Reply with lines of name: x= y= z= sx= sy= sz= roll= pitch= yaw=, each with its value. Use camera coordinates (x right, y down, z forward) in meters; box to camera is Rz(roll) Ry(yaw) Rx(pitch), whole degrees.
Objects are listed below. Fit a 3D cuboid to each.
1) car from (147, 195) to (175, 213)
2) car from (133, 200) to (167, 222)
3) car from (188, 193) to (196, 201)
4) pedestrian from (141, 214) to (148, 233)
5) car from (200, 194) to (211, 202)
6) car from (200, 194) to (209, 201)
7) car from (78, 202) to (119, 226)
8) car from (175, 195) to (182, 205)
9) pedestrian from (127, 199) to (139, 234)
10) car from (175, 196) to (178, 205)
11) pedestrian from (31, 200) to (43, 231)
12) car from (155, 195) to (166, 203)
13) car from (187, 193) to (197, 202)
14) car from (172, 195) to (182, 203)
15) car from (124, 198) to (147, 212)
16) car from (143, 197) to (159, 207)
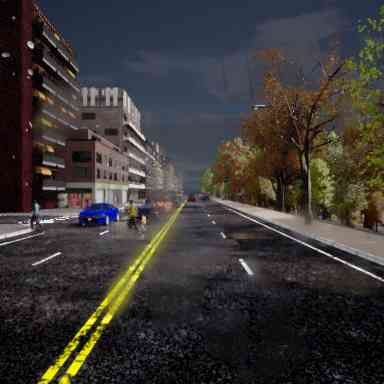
car: x=-3.363 y=1.379 z=36.900 sx=2.097 sy=1.767 sz=4.553 roll=0 pitch=0 yaw=0
car: x=-3.367 y=1.609 z=26.789 sx=1.994 sy=1.385 sz=4.181 roll=0 pitch=0 yaw=0
car: x=-0.015 y=1.164 z=84.583 sx=2.150 sy=2.045 sz=5.566 roll=0 pitch=0 yaw=0
pedestrian: x=-2.631 y=1.675 z=18.408 sx=0.500 sy=1.100 sz=0.500 roll=0 pitch=0 yaw=0
car: x=3.237 y=1.514 z=74.138 sx=1.837 sy=1.490 sz=4.892 roll=0 pitch=0 yaw=0
car: x=3.236 y=1.294 z=84.524 sx=2.097 sy=1.767 sz=4.553 roll=0 pitch=0 yaw=0
car: x=-6.616 y=1.534 z=24.042 sx=1.882 sy=1.535 sz=5.008 roll=0 pitch=0 yaw=0
car: x=-3.340 y=1.366 z=58.001 sx=2.097 sy=1.767 sz=4.553 roll=0 pitch=0 yaw=0
pedestrian: x=-3.146 y=1.295 z=17.807 sx=0.375 sy=1.860 sz=0.375 roll=0 pitch=0 yaw=0
car: x=-3.355 y=1.572 z=46.422 sx=1.994 sy=1.385 sz=4.181 roll=0 pitch=0 yaw=0
pedestrian: x=-8.941 y=1.296 z=19.008 sx=0.375 sy=1.860 sz=0.375 roll=0 pitch=0 yaw=0
car: x=-6.513 y=1.496 z=69.226 sx=1.882 sy=1.535 sz=5.008 roll=0 pitch=0 yaw=0
car: x=-0.012 y=1.491 z=74.137 sx=1.882 sy=1.535 sz=5.008 roll=0 pitch=0 yaw=0
car: x=-3.263 y=1.519 z=72.991 sx=1.837 sy=1.490 sz=4.892 roll=0 pitch=0 yaw=0
car: x=-6.608 y=1.614 z=38.702 sx=1.895 sy=1.301 sz=4.718 roll=0 pitch=0 yaw=-1
car: x=-6.600 y=1.516 z=53.914 sx=1.837 sy=1.490 sz=4.892 roll=0 pitch=0 yaw=0
